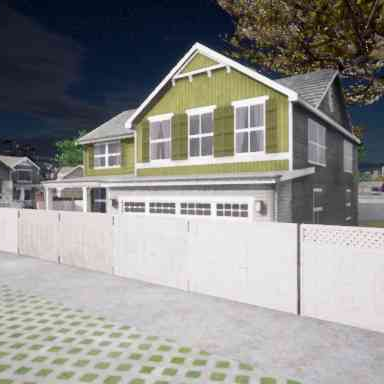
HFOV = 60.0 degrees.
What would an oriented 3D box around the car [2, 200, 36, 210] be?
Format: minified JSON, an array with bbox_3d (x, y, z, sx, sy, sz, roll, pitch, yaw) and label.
[{"bbox_3d":[-17.906,1.586,33.170,1.837,1.490,4.892,0,0,18],"label":"car"}]
